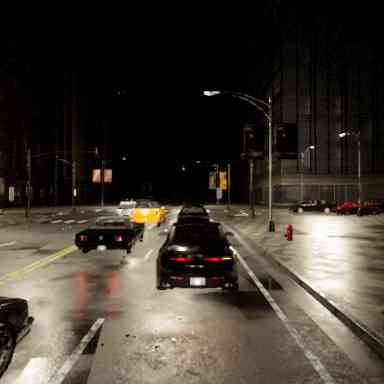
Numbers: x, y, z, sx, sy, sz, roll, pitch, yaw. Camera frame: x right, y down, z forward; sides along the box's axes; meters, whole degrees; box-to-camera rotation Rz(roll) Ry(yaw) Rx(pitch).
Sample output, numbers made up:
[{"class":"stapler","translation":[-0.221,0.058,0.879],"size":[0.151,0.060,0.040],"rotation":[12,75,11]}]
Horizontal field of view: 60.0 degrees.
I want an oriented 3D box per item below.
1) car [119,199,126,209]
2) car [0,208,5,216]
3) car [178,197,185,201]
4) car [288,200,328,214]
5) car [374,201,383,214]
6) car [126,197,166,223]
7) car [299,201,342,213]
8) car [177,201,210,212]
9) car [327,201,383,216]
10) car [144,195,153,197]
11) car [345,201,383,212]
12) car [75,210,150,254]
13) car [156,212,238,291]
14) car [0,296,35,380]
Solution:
[{"class":"car","translation":[-9.714,1.830,50.379],"size":[1.812,1.442,4.674],"rotation":[0,0,0]},{"class":"car","translation":[-21.356,1.753,33.333],"size":[4.674,1.442,1.812],"rotation":[0,-1,0]},{"class":"car","translation":[-3.015,2.227,92.049],"size":[1.812,1.442,4.674],"rotation":[0,-1,0]},{"class":"car","translation":[13.223,1.638,36.957],"size":[4.892,1.490,1.837],"rotation":[0,-1,-1]},{"class":"car","translation":[23.124,1.703,37.087],"size":[4.718,1.301,1.895],"rotation":[0,-1,-1]},{"class":"car","translation":[-3.088,1.449,23.948],"size":[2.097,1.767,4.553],"rotation":[0,0,0]},{"class":"car","translation":[15.287,1.730,39.737],"size":[4.313,1.339,1.947],"rotation":[0,-1,-1]},{"class":"car","translation":[0.088,1.556,20.703],"size":[1.882,1.535,5.008],"rotation":[0,0,1]},{"class":"car","translation":[15.396,1.630,31.213],"size":[4.206,1.307,1.802],"rotation":[0,-1,-1]},{"class":"car","translation":[-9.567,1.724,71.741],"size":[2.150,2.045,5.566],"rotation":[0,-1,0]},{"class":"car","translation":[20.927,1.711,39.810],"size":[4.313,1.339,1.947],"rotation":[0,-1,-1]},{"class":"car","translation":[-3.115,1.642,13.692],"size":[1.895,1.301,4.718],"rotation":[0,0,0]},{"class":"car","translation":[0.122,1.530,9.055],"size":[1.837,1.490,4.892],"rotation":[0,0,0]},{"class":"car","translation":[-3.151,1.552,2.257],"size":[2.033,1.411,5.357],"rotation":[0,0,0]}]
